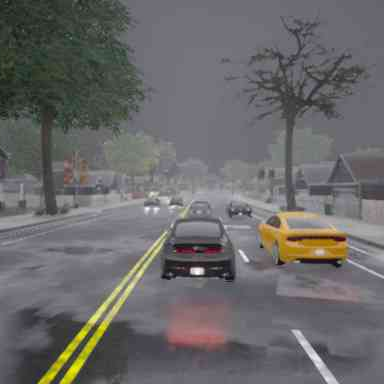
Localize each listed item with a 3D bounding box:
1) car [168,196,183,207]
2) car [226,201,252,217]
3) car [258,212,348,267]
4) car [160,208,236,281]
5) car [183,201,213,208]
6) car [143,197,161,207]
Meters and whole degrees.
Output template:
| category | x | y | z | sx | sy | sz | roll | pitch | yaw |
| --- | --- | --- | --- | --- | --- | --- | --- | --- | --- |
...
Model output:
| category | x | y | z | sx | sy | sz | roll | pitch | yaw |
| --- | --- | --- | --- | --- | --- | --- | --- | --- | --- |
| car | -2.160 | 1.319 | 46.551 | 2.033 | 1.411 | 5.357 | 0 | 0 | 2 |
| car | 3.996 | 1.468 | 29.098 | 1.895 | 1.301 | 4.718 | 0 | 0 | 2 |
| car | 3.488 | 1.431 | 11.350 | 1.882 | 1.535 | 5.008 | 0 | 0 | 2 |
| car | 0.189 | 1.466 | 9.748 | 1.837 | 1.490 | 4.892 | 0 | 1 | 2 |
| car | 0.635 | 1.431 | 25.920 | 2.033 | 1.411 | 5.357 | 0 | 0 | 2 |
| car | -5.429 | 1.338 | 45.937 | 1.994 | 1.385 | 4.181 | 0 | 0 | 2 |
